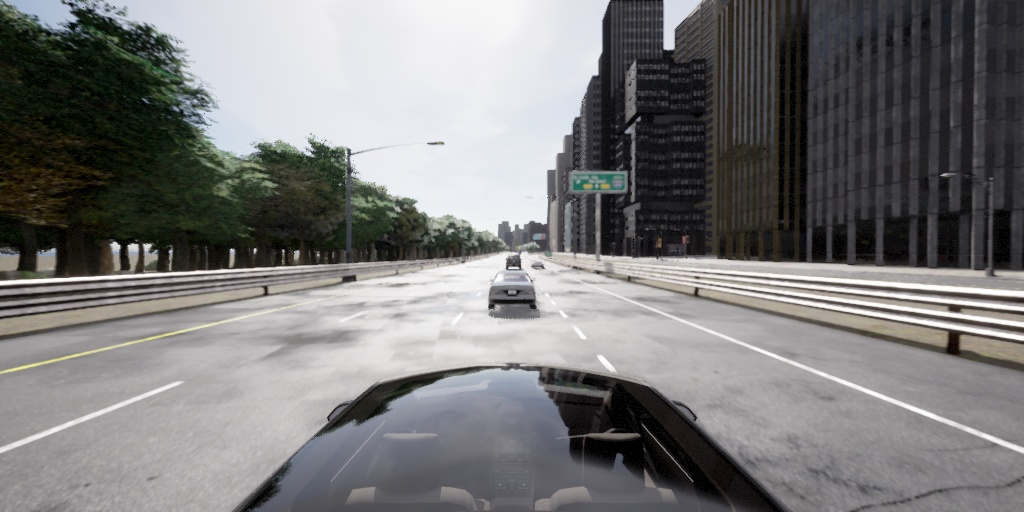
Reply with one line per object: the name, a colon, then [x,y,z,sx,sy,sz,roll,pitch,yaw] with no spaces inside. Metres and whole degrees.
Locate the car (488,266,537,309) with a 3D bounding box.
car: [0.014,1.301,14.979,2.033,1.411,5.357,0,0,0]

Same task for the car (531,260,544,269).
car: [3.901,1.260,55.556,1.895,1.301,4.718,0,0,1]

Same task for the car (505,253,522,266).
car: [0.251,0.902,51.160,2.150,2.045,5.566,0,0,1]
